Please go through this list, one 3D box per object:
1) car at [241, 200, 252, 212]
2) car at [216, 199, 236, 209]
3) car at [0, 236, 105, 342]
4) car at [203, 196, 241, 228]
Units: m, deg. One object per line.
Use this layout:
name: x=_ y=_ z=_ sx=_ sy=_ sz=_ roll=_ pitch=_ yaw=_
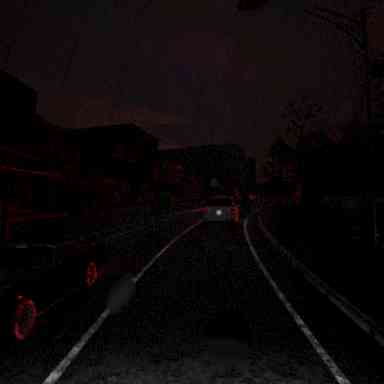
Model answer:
car: x=6.088 y=1.627 z=40.536 sx=2.033 sy=1.411 sz=5.357 roll=-2 pitch=0 yaw=16
car: x=5.125 y=1.754 z=49.326 sx=1.994 sy=1.385 sz=4.181 roll=-2 pitch=-1 yaw=20
car: x=-3.364 y=1.636 z=6.678 sx=1.895 sy=1.301 sz=4.718 roll=0 pitch=0 yaw=3
car: x=2.021 y=1.288 z=22.639 sx=2.150 sy=2.045 sz=5.566 roll=-1 pitch=0 yaw=9
